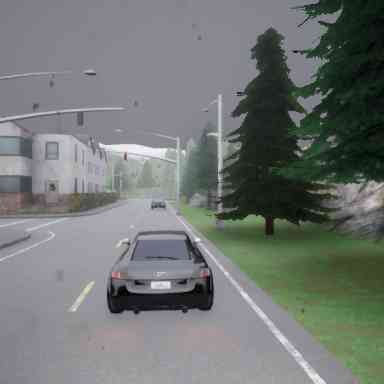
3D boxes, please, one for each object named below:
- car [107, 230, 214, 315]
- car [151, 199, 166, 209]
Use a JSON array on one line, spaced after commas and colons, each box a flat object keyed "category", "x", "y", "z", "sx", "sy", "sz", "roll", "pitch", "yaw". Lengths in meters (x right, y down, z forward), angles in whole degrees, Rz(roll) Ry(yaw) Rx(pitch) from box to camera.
[{"category": "car", "x": -0.692, "y": 1.563, "z": 7.692, "sx": 1.994, "sy": 1.385, "sz": 4.181, "roll": 0, "pitch": 0, "yaw": -5}, {"category": "car", "x": -4.437, "y": 1.596, "z": 43.917, "sx": 1.895, "sy": 1.301, "sz": 4.718, "roll": 0, "pitch": 0, "yaw": -6}]
